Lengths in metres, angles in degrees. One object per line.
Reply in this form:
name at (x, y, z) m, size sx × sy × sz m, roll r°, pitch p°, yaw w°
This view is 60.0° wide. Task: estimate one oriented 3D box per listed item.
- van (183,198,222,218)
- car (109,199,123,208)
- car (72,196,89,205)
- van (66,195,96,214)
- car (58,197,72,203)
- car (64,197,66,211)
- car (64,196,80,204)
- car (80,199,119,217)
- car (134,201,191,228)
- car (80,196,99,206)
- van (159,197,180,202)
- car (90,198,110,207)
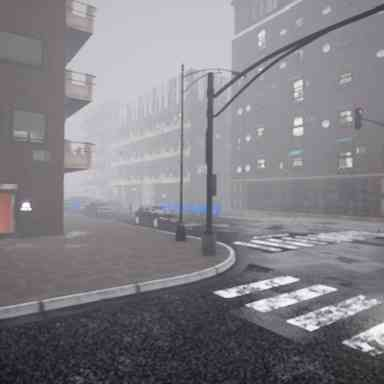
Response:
van at (1.015, 1.434, 30.775) m, size 1.690 × 1.788 × 3.998 m, roll 1°, pitch -1°, yaw -35°
car at (-11.701, 1.678, 49.187) m, size 1.887 × 1.381 × 4.507 m, roll 1°, pitch -1°, yaw -35°
car at (-21.236, 1.600, 62.998) m, size 1.967 × 1.590 × 4.097 m, roll 1°, pitch -1°, yaw -35°
van at (-11.827, 1.358, 35.504) m, size 1.690 × 1.788 × 3.998 m, roll 1°, pitch -1°, yaw -35°
car at (-27.595, 1.721, 72.205) m, size 1.887 × 1.381 × 4.507 m, roll 1°, pitch -1°, yaw -35°
car at (-15.007, 1.577, 40.106) m, size 2.008 × 1.369 × 4.403 m, roll 1°, pitch -1°, yaw -35°
car at (-24.415, 1.608, 67.602) m, size 1.967 × 1.590 × 4.097 m, roll 1°, pitch -1°, yaw -35°
car at (-8.650, 1.588, 30.899) m, size 1.802 × 1.307 × 4.206 m, roll 1°, pitch -1°, yaw -35°
car at (-2.292, 1.537, 21.692) m, size 2.008 × 1.369 × 4.403 m, roll 1°, pitch -1°, yaw -35°
car at (-18.058, 1.591, 58.395) m, size 1.967 × 1.590 × 4.097 m, roll 1°, pitch -1°, yaw -35°
van at (-2.164, 1.444, 35.378) m, size 1.690 × 1.788 × 3.998 m, roll 1°, pitch -1°, yaw -35°
car at (-14.880, 1.724, 53.790) m, size 1.802 × 1.307 × 4.206 m, roll 1°, pitch -1°, yaw -35°
